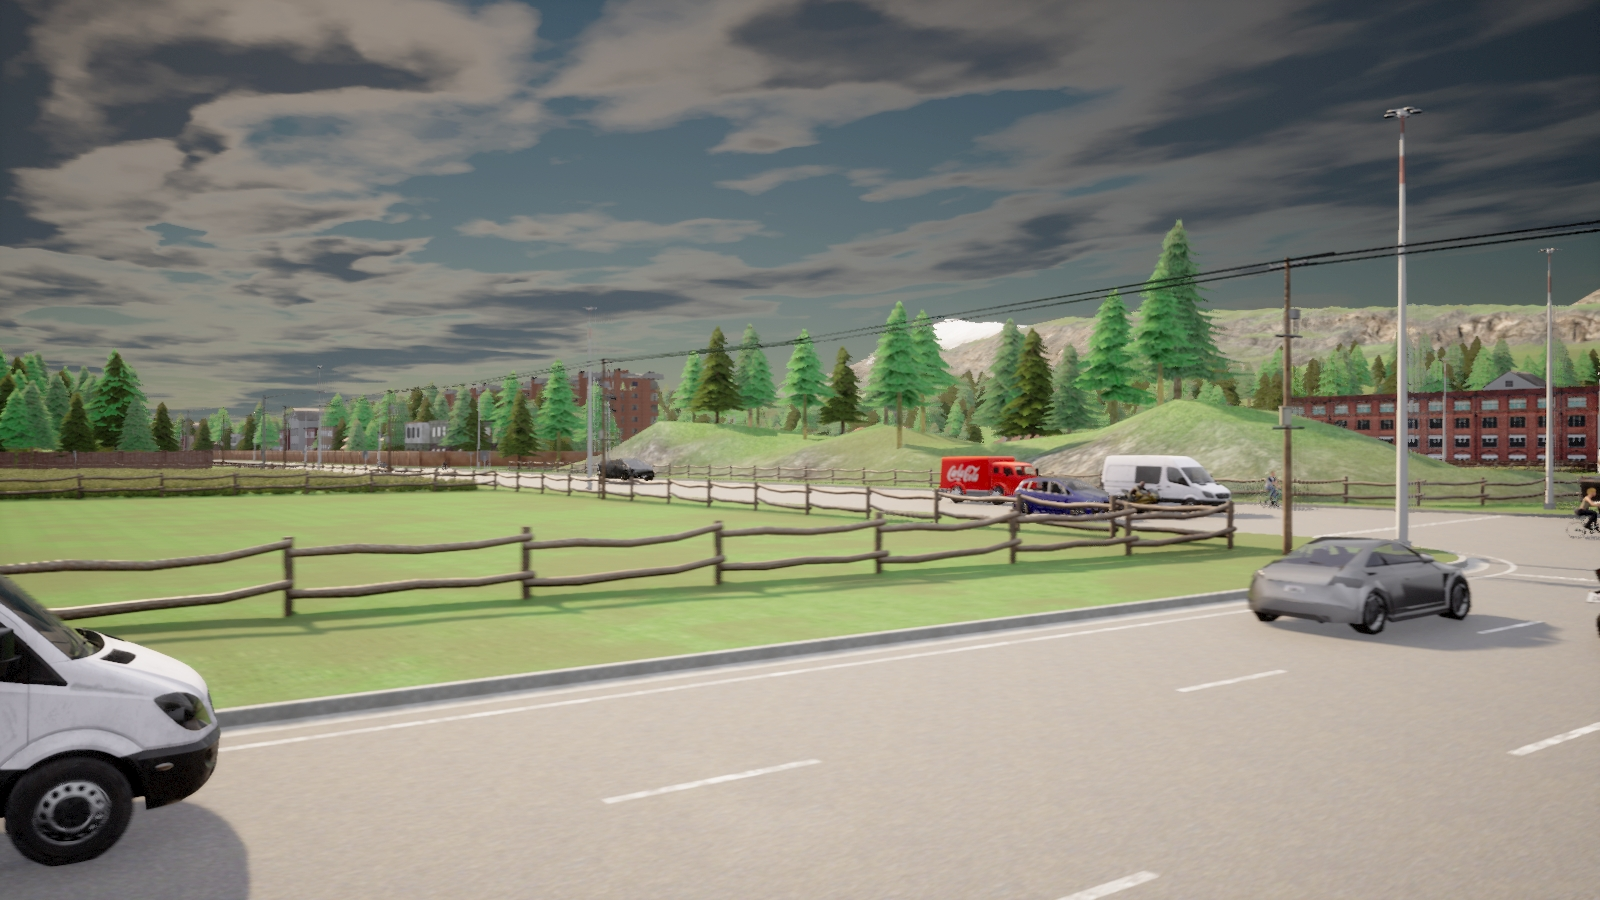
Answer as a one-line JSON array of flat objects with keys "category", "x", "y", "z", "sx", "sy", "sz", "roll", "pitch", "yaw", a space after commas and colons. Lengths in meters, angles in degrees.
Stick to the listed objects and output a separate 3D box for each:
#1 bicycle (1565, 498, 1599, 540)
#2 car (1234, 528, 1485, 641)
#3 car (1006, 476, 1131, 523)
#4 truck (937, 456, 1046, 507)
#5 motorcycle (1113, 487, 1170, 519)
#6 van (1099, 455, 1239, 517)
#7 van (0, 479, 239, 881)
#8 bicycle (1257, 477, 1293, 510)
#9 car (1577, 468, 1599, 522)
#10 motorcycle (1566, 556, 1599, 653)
[{"category": "bicycle", "x": 24.908, "y": 2.158, "z": 35.814, "sx": 1.487, "sy": 1.276, "sz": 0.859, "roll": 0, "pitch": -1, "yaw": 30}, {"category": "car", "x": 9.277, "y": 2.119, "z": 18.853, "sx": 4.181, "sy": 1.385, "sz": 1.994, "roll": 0, "pitch": 0, "yaw": -36}, {"category": "car", "x": 10.852, "y": 1.967, "z": 46.445, "sx": 2.242, "sy": 1.667, "sz": 4.611, "roll": 0, "pitch": 0, "yaw": -36}, {"category": "truck", "x": 9.900, "y": 1.567, "z": 59.482, "sx": 2.627, "sy": 2.467, "sz": 5.204, "roll": 0, "pitch": 0, "yaw": -38}, {"category": "motorcycle", "x": 14.259, "y": 2.205, "z": 47.700, "sx": 0.867, "sy": 1.251, "sz": 2.209, "roll": 0, "pitch": 0, "yaw": -36}, {"category": "van", "x": 16.300, "y": 1.534, "z": 50.850, "sx": 1.988, "sy": 2.561, "sz": 5.915, "roll": 0, "pitch": 0, "yaw": -36}, {"category": "van", "x": -7.060, "y": 1.534, "z": 7.399, "sx": 5.915, "sy": 2.561, "sz": 1.988, "roll": 0, "pitch": 0, "yaw": -35}, {"category": "bicycle", "x": 22.525, "y": 2.056, "z": 54.194, "sx": 0.373, "sy": 1.496, "sz": 1.643, "roll": 0, "pitch": 0, "yaw": -36}, {"category": "car", "x": 34.310, "y": 1.753, "z": 44.560, "sx": 6.274, "sy": 2.098, "sz": 2.390, "roll": 0, "pitch": 0, "yaw": 4}, {"category": "motorcycle", "x": 12.034, "y": 2.205, "z": 16.537, "sx": 2.209, "sy": 1.251, "sz": 0.867, "roll": 0, "pitch": 0, "yaw": -36}]
